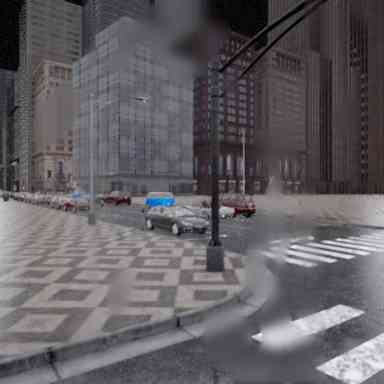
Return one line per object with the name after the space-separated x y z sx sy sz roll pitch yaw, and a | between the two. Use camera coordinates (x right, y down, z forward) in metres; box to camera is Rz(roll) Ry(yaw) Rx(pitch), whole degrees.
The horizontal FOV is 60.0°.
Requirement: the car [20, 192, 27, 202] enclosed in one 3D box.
-23.081 0.870 48.190 2.008 1.369 4.403 1 0 -36 | car

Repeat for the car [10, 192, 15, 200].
-29.422 0.744 57.077 1.887 1.381 4.507 1 0 -36 | car

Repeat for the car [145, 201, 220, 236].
-0.886 1.362 17.082 2.008 1.369 4.403 1 0 -35 | car

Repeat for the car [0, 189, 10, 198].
-38.935 0.607 70.409 1.947 1.339 4.313 1 0 -36 | car

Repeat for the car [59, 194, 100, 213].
-10.397 1.135 30.414 1.887 1.381 4.507 1 0 -36 | car

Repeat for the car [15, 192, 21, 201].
-26.250 0.698 52.634 1.967 1.590 4.097 1 0 -36 | car

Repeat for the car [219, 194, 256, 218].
2.893 1.041 26.468 2.192 1.841 5.009 1 0 -36 | car

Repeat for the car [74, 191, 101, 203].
-14.722 0.911 46.644 1.812 1.442 4.674 0 1 -35 | car

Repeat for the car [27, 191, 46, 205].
-19.910 0.935 43.746 2.008 1.369 4.403 1 0 -36 | car

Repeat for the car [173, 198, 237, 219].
0.880 1.330 24.947 1.895 1.301 4.718 0 1 -36 | car

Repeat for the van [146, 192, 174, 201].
-3.449 0.921 35.357 1.690 1.788 3.998 1 0 -36 | van

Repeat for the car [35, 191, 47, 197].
-38.334 0.487 84.245 1.887 1.381 4.507 0 0 -36 | car

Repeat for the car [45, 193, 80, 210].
-13.568 1.070 34.857 2.008 1.369 4.403 1 0 -36 | car

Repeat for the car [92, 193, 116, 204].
-12.966 0.925 48.691 2.008 1.369 4.403 1 0 -36 | car

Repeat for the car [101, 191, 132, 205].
-9.791 0.757 44.246 2.192 1.841 5.009 1 0 -35 | car
